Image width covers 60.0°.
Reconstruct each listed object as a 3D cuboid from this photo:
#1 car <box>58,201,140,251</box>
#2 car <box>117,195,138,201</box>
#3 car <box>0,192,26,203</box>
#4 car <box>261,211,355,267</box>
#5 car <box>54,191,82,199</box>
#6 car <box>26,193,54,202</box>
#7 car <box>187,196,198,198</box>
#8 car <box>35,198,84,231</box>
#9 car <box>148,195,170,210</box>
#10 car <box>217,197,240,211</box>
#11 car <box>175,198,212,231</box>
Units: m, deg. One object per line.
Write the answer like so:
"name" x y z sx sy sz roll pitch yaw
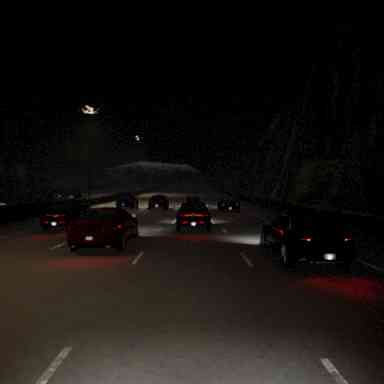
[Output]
"car" -3.418 1.353 13.514 1.882 1.535 5.008 0 1 0
"car" -6.948 1.050 35.810 1.812 1.442 4.674 0 1 0
"car" -24.631 0.818 47.431 2.033 1.411 5.357 0 1 0
"car" 3.583 1.406 11.068 1.837 1.490 4.892 0 1 0
"car" -17.638 0.602 48.230 2.097 1.767 4.553 0 1 0
"car" -21.142 0.842 47.101 1.994 1.385 4.181 0 1 0
"car" 0.052 1.096 35.393 1.994 1.385 4.181 0 1 0
"car" -6.925 1.309 19.083 1.837 1.490 4.892 0 1 0
"car" -3.447 1.047 34.865 1.837 1.490 4.892 0 1 0
"car" 3.555 1.177 33.064 1.895 1.301 4.718 0 1 0
"car" 0.074 1.309 19.033 1.837 1.490 4.892 0 1 0
